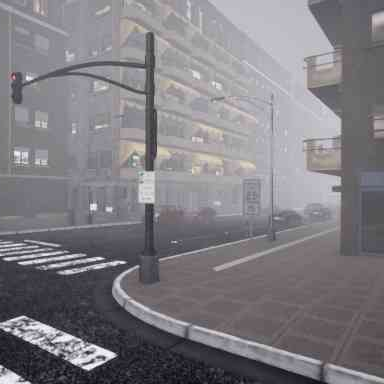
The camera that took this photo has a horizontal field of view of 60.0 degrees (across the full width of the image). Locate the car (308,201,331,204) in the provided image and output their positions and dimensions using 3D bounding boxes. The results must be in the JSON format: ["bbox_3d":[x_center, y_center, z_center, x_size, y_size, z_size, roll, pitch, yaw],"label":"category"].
[{"bbox_3d":[16.747,2.211,44.851,2.097,1.767,4.553,0,-1,35],"label":"car"}]

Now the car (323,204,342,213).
[{"bbox_3d":[22.538,2.640,53.193,1.895,1.301,4.718,0,-1,35],"label":"car"}]

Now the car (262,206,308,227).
[{"bbox_3d":[7.740,2.096,27.409,1.947,1.339,4.313,-1,-2,35],"label":"car"}]

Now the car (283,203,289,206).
[{"bbox_3d":[13.755,2.406,50.658,1.752,1.417,4.829,-1,-1,35],"label":"car"}]

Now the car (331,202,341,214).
[{"bbox_3d":[20.779,2.460,46.197,1.752,1.417,4.829,-1,-2,35],"label":"car"}]

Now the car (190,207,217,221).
[{"bbox_3d":[0.911,2.064,32.150,1.802,1.307,4.206,-1,-1,35],"label":"car"}]

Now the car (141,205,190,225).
[{"bbox_3d":[-2.324,1.822,27.492,1.967,1.590,4.097,-1,-1,35],"label":"car"}]

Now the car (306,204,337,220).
[{"bbox_3d":[14.211,2.297,36.733,1.947,1.339,4.313,-1,-2,35],"label":"car"}]

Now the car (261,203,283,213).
[{"bbox_3d":[10.616,2.328,46.135,1.887,1.381,4.507,-1,-1,35],"label":"car"}]
